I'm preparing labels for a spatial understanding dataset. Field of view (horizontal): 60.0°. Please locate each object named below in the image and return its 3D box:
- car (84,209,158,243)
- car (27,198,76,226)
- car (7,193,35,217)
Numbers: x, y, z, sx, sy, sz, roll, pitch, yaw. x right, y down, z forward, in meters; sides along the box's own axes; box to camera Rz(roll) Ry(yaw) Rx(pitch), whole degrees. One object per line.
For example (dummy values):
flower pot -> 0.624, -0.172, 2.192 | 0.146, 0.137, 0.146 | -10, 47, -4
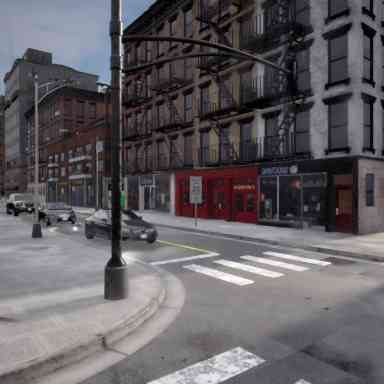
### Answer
car -> -3.408, 1.508, 15.225 | 1.812, 1.442, 4.674 | 0, 0, -39
car -> -9.676, 1.457, 23.342 | 2.128, 1.511, 4.902 | 0, 0, -38
car -> -16.029, 1.168, 31.607 | 2.150, 2.045, 5.566 | 0, 0, -37
